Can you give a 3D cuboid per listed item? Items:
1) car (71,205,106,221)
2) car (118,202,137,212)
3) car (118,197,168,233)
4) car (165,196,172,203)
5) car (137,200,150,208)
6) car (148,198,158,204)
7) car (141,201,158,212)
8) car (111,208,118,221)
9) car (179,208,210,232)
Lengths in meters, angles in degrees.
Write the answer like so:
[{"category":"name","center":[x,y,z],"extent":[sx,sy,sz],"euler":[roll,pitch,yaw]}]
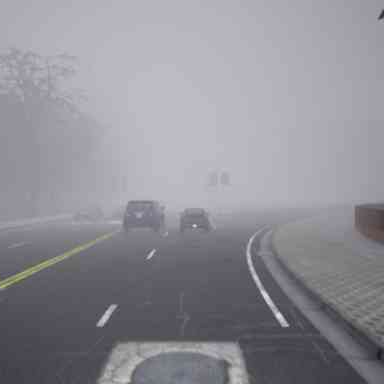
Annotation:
[{"category":"car","center":[-9.751,1.997,31.902],"extent":[2.033,1.411,5.357],"euler":[0,-1,0]},{"category":"car","center":[-9.678,2.263,49.873],"extent":[1.895,1.301,4.718],"euler":[0,-1,0]},{"category":"car","center":[-3.083,1.539,22.169],"extent":[2.150,2.045,5.566],"euler":[0,-1,0]},{"category":"car","center":[-6.232,1.895,82.454],"extent":[2.097,1.767,4.553],"euler":[0,0,0]},{"category":"car","center":[-9.545,2.326,65.601],"extent":[1.994,1.385,4.181],"euler":[0,0,0]},{"category":"car","center":[-9.486,2.224,81.261],"extent":[1.895,1.301,4.718],"euler":[0,0,0]},{"category":"car","center":[-6.421,2.155,51.061],"extent":[1.882,1.535,5.008],"euler":[0,0,0]},{"category":"car","center":[-6.496,2.027,32.584],"extent":[1.994,1.385,4.181],"euler":[0,-1,0]},{"category":"car","center":[0.169,1.831,22.597],"extent":[1.837,1.490,4.892],"euler":[0,-1,0]}]
